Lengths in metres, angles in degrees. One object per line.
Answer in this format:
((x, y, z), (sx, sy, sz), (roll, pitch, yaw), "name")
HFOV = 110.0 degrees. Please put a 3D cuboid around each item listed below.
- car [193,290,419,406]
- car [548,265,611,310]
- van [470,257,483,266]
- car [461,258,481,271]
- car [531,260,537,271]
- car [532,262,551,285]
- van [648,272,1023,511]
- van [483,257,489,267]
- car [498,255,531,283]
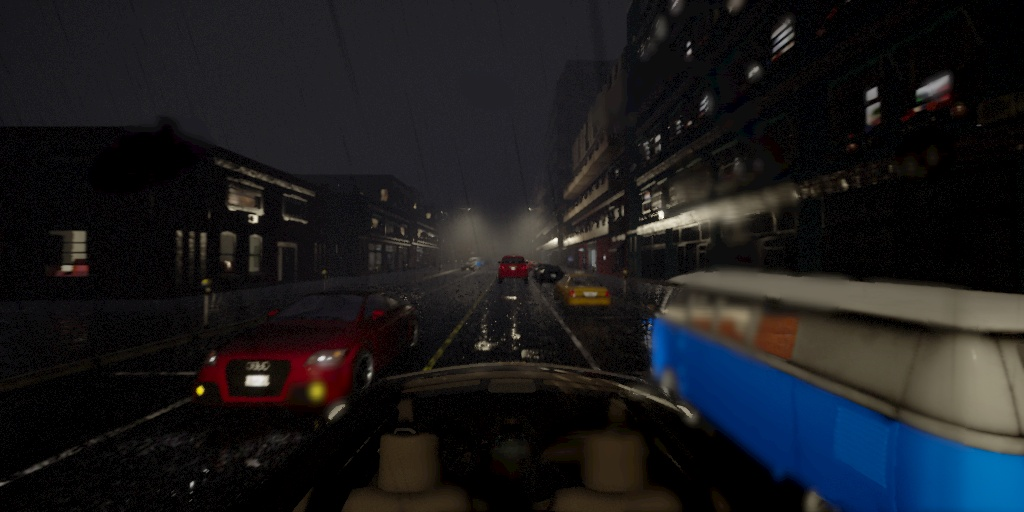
((-3.048, 1.317, 6.306), (1.994, 1.385, 4.181), (0, 0, 0), "car")
((2.695, 1.280, 14.669), (1.751, 1.417, 4.829), (0, 0, 0), "car")
((-5.675, 1.085, 53.526), (1.690, 1.789, 3.998), (0, 0, 0), "van")
((-5.677, 1.313, 47.946), (1.948, 1.339, 4.313), (0, 0, 0), "car")
((2.700, 1.320, 31.243), (1.948, 1.339, 4.313), (0, 0, 0), "car")
((2.698, 1.321, 25.662), (1.948, 1.339, 4.313), (0, 0, 0), "car")
((2.693, 1.092, 3.339), (1.690, 1.789, 3.998), (0, 0, 0), "van")
((-5.673, 1.078, 64.687), (1.690, 1.789, 3.998), (0, 0, 0), "van")
((0.095, 0.977, 27.807), (2.150, 2.045, 5.566), (0, 0, 0), "car")
